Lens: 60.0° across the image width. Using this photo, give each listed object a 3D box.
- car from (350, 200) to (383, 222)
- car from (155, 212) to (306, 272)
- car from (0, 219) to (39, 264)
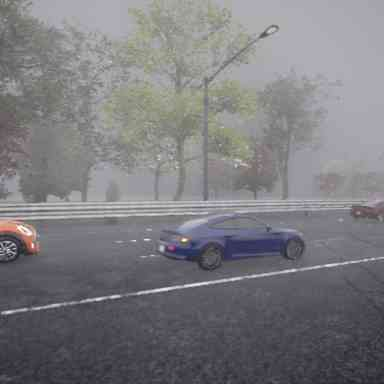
[{"bbox_3d":[13.728,1.303,24.117,5.008,1.535,1.882,0,0,-26],"label":"car"},{"bbox_3d":[1.225,1.319,9.860,4.674,1.442,1.812,0,0,-28],"label":"car"},{"bbox_3d":[-6.898,1.129,9.520,4.553,1.767,2.097,0,0,-28],"label":"car"}]
